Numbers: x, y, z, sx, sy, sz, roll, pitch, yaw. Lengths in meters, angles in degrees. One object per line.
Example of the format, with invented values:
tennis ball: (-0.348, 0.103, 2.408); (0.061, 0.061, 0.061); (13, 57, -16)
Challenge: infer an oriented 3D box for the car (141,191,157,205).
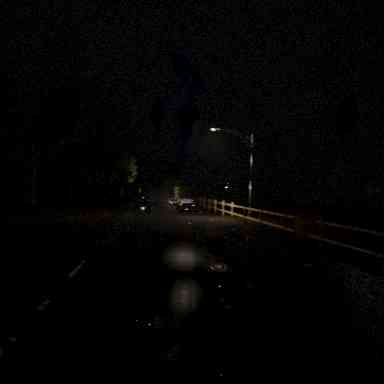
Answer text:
car: (-6.520, 0.872, 50.217); (2.150, 2.045, 5.566); (2, 0, -7)

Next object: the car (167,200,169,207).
car: (-2.381, 1.409, 45.353); (1.895, 1.301, 4.718); (2, 0, -7)

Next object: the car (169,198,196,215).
car: (-0.769, 1.390, 33.156); (2.128, 1.511, 4.902); (2, 0, -7)
